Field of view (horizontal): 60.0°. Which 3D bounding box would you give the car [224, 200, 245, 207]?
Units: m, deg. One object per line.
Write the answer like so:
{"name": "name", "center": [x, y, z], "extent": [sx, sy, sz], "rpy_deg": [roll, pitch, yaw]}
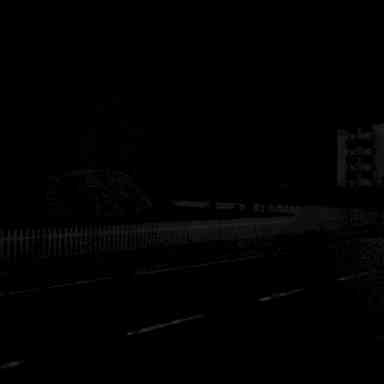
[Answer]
{"name": "car", "center": [7.340, 1.877, 57.192], "extent": [2.128, 1.511, 4.902], "rpy_deg": [1, -1, -34]}
